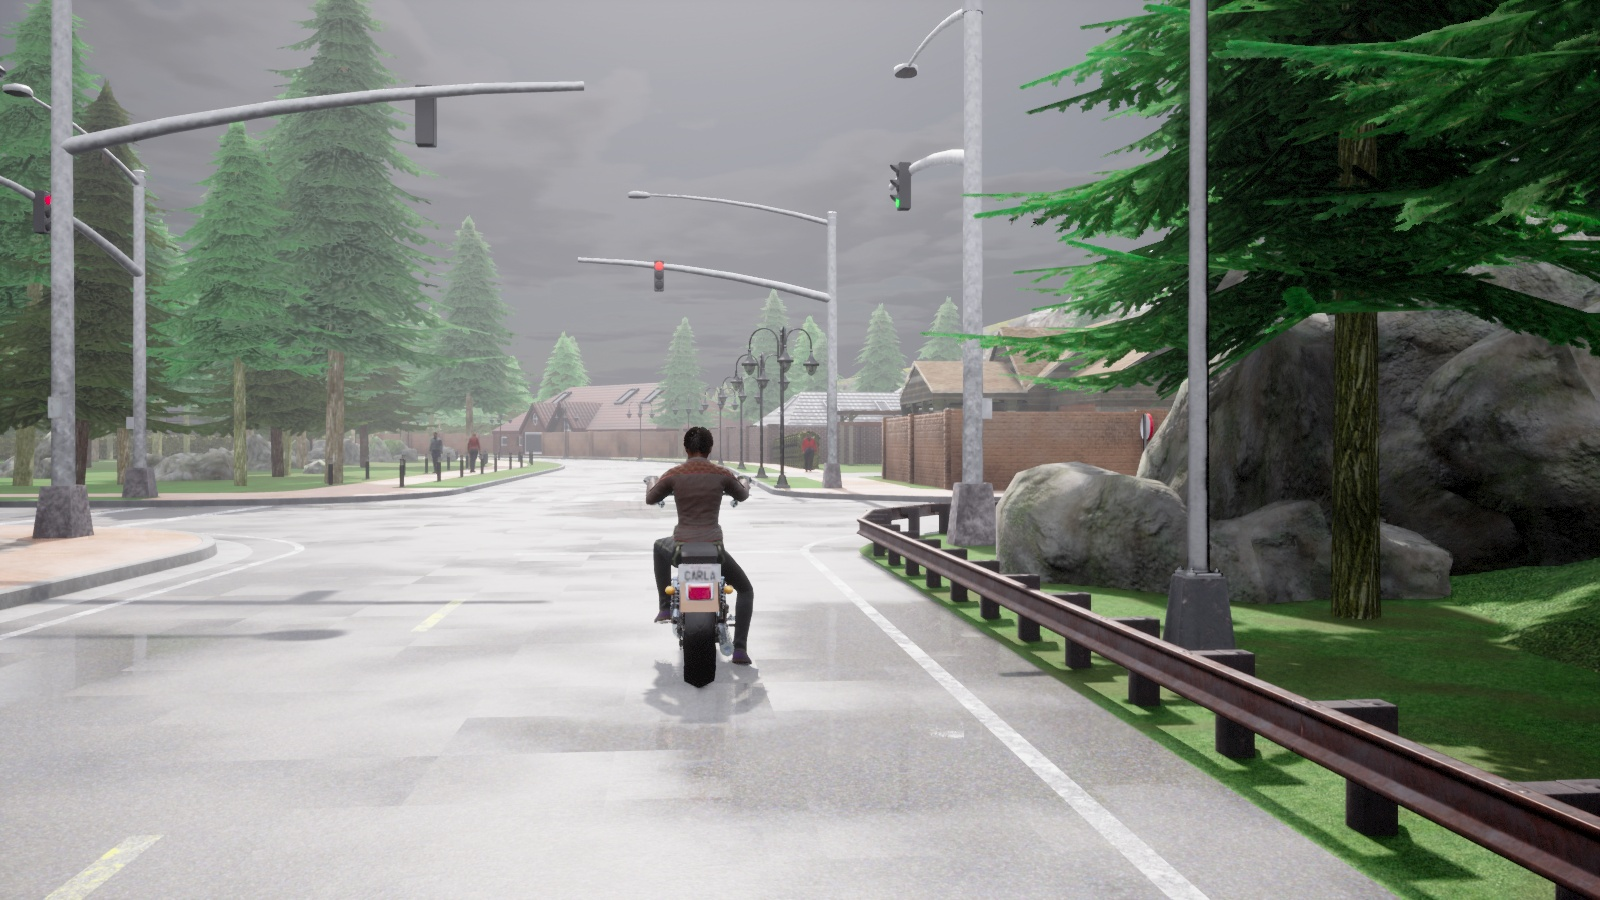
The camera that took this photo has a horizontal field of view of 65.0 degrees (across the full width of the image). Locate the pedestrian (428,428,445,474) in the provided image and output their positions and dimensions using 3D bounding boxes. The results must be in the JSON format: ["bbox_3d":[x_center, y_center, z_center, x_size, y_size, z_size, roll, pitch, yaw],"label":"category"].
[{"bbox_3d":[-15.517,0.057,53.586,0.423,1.949,0.788,0,0,4],"label":"pedestrian"}]

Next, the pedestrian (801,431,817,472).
[{"bbox_3d":[0.404,0.066,56.021,0.634,1.844,0.899,0,0,-5],"label":"pedestrian"}]

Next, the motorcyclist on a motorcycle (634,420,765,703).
[{"bbox_3d":[-0.693,0.648,8.534,0.766,1.649,2.350,0,0,-5],"label":"motorcyclist on a motorcycle"}]

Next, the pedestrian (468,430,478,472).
[{"bbox_3d":[-14.442,0.047,55.468,0.331,1.846,0.636,0,0,-7],"label":"pedestrian"}]
